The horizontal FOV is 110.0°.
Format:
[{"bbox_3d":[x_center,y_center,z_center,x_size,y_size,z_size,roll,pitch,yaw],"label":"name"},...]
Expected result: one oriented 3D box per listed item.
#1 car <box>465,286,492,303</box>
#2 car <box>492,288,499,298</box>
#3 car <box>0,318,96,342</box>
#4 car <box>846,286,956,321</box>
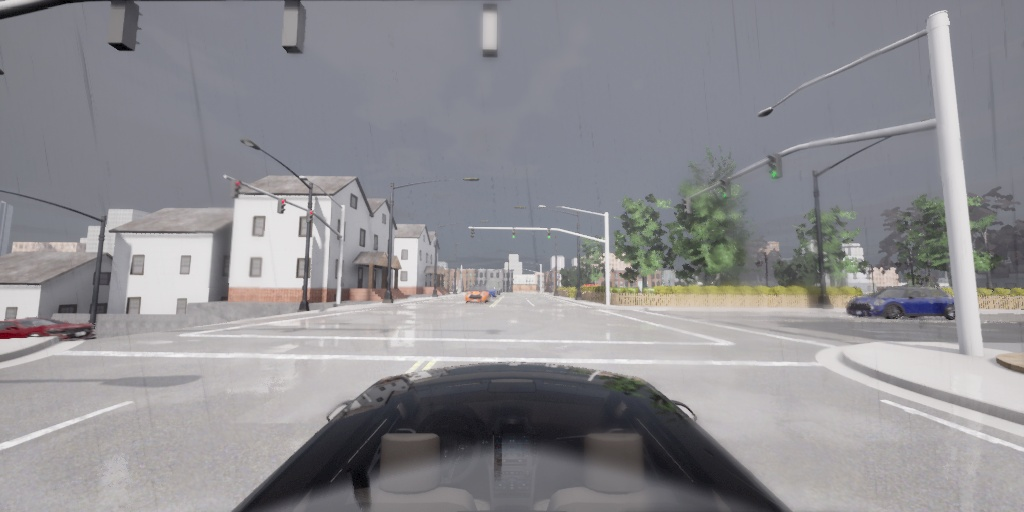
[{"bbox_3d":[-3.456,3.803,36.007,2.097,1.767,4.553,0,-5,0],"label":"car"},{"bbox_3d":[-3.382,5.477,53.491,1.882,1.535,5.008,0,-5,0],"label":"car"},{"bbox_3d":[-22.057,3.556,16.277,5.008,1.535,1.882,-7,-5,0],"label":"car"},{"bbox_3d":[20.860,2.483,19.267,4.553,1.767,2.097,0,-5,1],"label":"car"}]
